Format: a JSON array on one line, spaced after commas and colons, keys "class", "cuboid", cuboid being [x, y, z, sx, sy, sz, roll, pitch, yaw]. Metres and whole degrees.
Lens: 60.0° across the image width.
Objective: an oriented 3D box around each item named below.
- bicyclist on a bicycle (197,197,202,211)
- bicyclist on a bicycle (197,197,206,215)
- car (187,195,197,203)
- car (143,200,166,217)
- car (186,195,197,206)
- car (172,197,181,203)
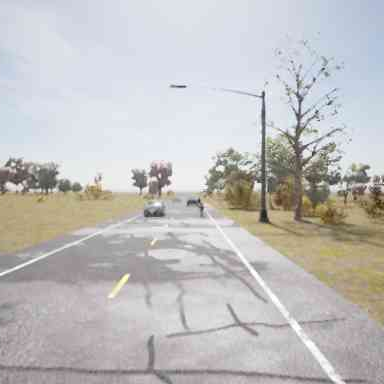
[{"class": "bicyclist on a bicycle", "cuboid": [0.948, 1.496, 43.320, 0.659, 1.776, 1.843, 0, 0, 0]}, {"class": "bicyclist on a bicycle", "cuboid": [0.969, 1.531, 32.858, 0.866, 1.612, 1.509, 0, 0, 0]}, {"class": "car", "cuboid": [-0.025, 1.577, 75.458, 2.097, 1.767, 4.553, 0, 0, 0]}, {"class": "car", "cuboid": [-3.604, 1.585, 32.557, 2.128, 1.511, 4.902, 0, 0, 0]}, {"class": "car", "cuboid": [0.027, 1.677, 58.454, 1.837, 1.490, 4.892, 0, 0, 1]}, {"class": "car", "cuboid": [-3.525, 1.748, 74.799, 1.895, 1.301, 4.718, 0, 0, 0]}]
